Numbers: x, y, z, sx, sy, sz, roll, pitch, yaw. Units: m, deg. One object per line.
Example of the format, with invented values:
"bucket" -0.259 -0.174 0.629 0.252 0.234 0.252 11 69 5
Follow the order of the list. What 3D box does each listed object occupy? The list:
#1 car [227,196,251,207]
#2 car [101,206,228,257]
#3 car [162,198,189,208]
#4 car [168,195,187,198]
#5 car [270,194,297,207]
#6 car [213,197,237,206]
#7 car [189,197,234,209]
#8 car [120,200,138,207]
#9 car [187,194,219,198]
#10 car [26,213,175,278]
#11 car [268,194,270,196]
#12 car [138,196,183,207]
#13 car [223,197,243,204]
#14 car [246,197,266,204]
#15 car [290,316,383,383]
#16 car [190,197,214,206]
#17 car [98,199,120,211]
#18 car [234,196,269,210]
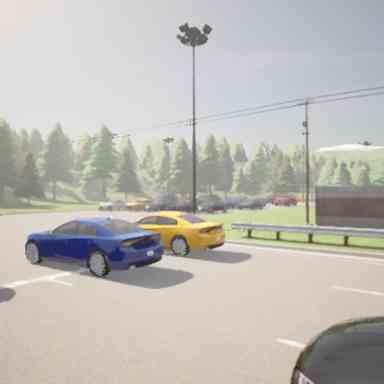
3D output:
"car" 8.063 1.516 56.615 2.097 1.767 4.553 0 0 37
"car" -1.110 1.528 13.254 5.008 1.535 1.882 0 0 34
"car" -0.935 1.738 38.468 1.895 1.301 4.718 0 0 36
"car" -0.999 1.531 50.224 2.097 1.767 4.553 0 0 36
"car" 15.401 1.351 54.701 2.150 2.045 5.566 0 -1 37
"car" 5.951 1.675 59.647 2.128 1.511 4.902 0 0 37
"car" 2.232 1.610 36.869 2.128 1.511 4.902 0 0 36
"car" -6.404 1.653 42.850 1.882 1.535 5.008 0 0 36
"car" 2.091 1.381 48.528 2.150 2.045 5.566 0 0 36
"car" -3.194 1.527 10.416 5.008 1.535 1.882 0 0 34
"car" 16.505 1.387 66.897 5.566 2.045 2.150 0 0 -45
"car" -3.739 1.648 40.565 2.128 1.511 4.902 0 0 36
"car" 8.465 1.728 68.636 1.812 1.442 4.674 0 0 41
"car" 13.202 1.735 68.587 4.181 1.385 1.994 0 0 -45
"car" 3.032 1.485 1.812 4.902 1.511 2.128 0 0 36
"car" 1.819 1.678 59.927 1.882 1.535 5.008 0 0 37
"car" -10.129 1.719 43.681 1.812 1.442 4.674 0 0 36
"car" 7.992 1.670 44.734 2.033 1.411 5.357 0 0 36
